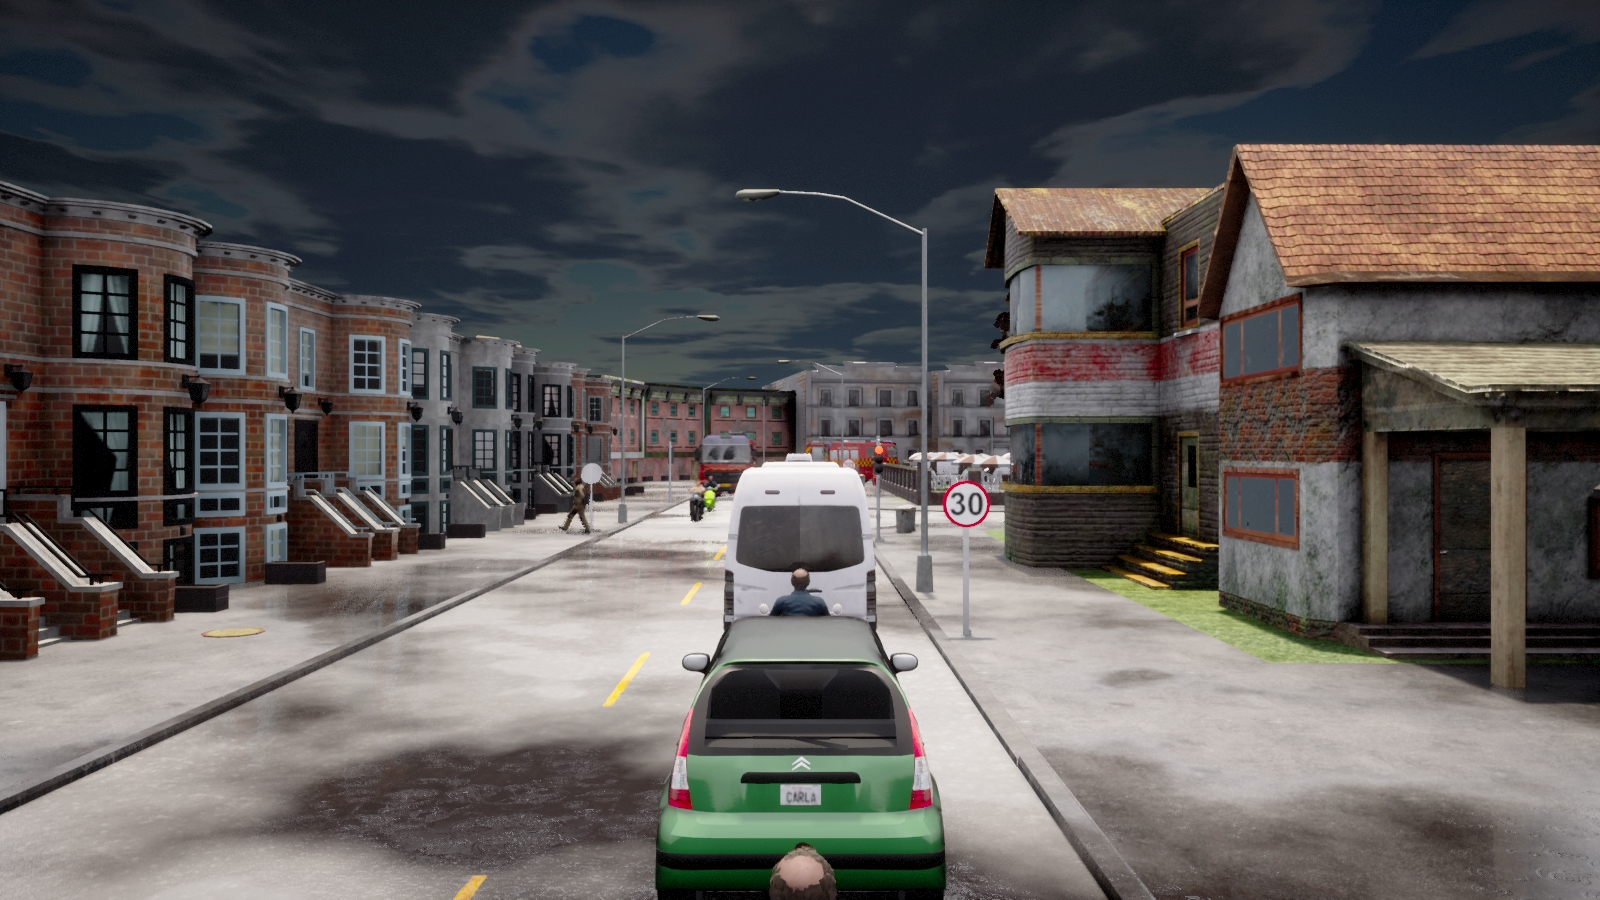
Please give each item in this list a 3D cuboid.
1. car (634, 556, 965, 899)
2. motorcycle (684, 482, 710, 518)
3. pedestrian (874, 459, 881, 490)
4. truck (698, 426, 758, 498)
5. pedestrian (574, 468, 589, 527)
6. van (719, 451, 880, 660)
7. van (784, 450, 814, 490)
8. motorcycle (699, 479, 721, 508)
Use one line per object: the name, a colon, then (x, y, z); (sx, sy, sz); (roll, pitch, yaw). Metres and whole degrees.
car: (-0.003, 1.776, 8.385); (1.851, 1.617, 3.988); (0, 0, 0)
motorcycle: (-4.002, 1.933, 44.538); (0.764, 1.277, 2.356); (0, 0, 0)
pedestrian: (4.762, 1.499, 70.170); (0.375, 1.860, 0.375); (0, 0, -1)
truck: (-4.024, 0.646, 65.512); (2.891, 3.827, 8.468); (0, 0, 0)
pedestrian: (-6.946, 1.512, 36.292); (0.375, 1.860, 0.375); (0, 0, 7)
van: (-0.006, 1.308, 17.043); (1.988, 2.561, 5.915); (0, 0, 0)
van: (-0.059, 1.286, 76.777); (1.988, 2.561, 5.915); (0, 0, 0)
motorcycle: (-4.005, 1.943, 51.112); (0.856, 1.236, 1.805); (0, 0, 0)
